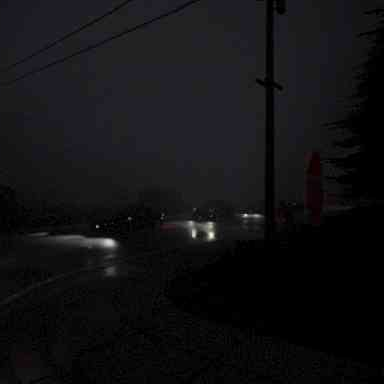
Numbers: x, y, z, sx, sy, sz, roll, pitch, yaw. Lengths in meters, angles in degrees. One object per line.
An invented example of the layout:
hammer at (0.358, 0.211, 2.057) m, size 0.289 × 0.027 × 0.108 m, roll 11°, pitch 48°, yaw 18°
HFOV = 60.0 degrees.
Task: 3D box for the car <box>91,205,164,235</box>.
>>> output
car at (-3.552, 1.534, 19.145) m, size 1.837 × 1.490 × 4.892 m, roll 0°, pitch 0°, yaw 33°

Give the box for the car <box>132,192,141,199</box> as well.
car at (-14.622, 1.128, 87.001) m, size 3.866 × 1.878 × 1.905 m, roll -2°, pitch 6°, yaw -11°

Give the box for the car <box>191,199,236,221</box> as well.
car at (1.849, 1.381, 27.551) m, size 2.097 × 1.767 × 4.553 m, roll 0°, pitch 0°, yaw 33°

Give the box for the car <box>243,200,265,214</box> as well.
car at (7.410, 1.577, 36.190) m, size 2.033 × 1.411 × 5.357 m, roll 0°, pitch 0°, yaw 33°

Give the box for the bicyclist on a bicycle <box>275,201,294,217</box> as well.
bicyclist on a bicycle at (5.292, 1.333, 19.068) m, size 1.656 × 1.620 × 0.582 m, roll 0°, pitch 0°, yaw 33°

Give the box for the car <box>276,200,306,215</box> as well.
car at (9.981, 1.522, 33.373) m, size 2.128 × 1.511 × 4.902 m, roll 0°, pitch 0°, yaw 33°
